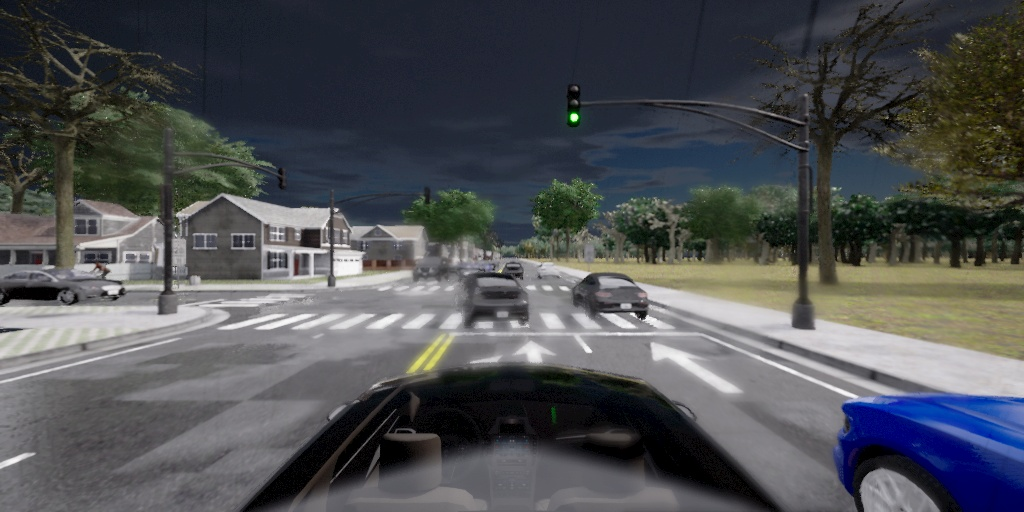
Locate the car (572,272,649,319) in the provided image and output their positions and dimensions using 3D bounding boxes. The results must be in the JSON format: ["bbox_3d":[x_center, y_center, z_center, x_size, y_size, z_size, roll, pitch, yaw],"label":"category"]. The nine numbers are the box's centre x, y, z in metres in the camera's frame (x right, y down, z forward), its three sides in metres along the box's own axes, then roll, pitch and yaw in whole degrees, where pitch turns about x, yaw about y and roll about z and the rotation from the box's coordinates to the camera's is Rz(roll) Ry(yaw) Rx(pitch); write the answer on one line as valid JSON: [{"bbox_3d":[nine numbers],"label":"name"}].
[{"bbox_3d":[3.351,1.308,12.820,1.812,1.442,4.674,0,0,0],"label":"car"}]

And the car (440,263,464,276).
[{"bbox_3d":[-6.591,1.448,39.765,1.895,1.301,4.718,0,0,0],"label":"car"}]

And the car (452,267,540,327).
[{"bbox_3d":[-0.786,1.285,11.757,1.837,1.490,4.892,1,0,-13],"label":"car"}]

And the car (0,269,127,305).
[{"bbox_3d":[-19.744,1.313,15.573,4.902,1.511,2.128,0,0,0],"label":"car"}]

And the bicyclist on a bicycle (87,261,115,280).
[{"bbox_3d":[-24.638,1.147,21.448,0.582,1.620,1.656,0,0,0],"label":"bicyclist on a bicycle"}]

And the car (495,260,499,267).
[{"bbox_3d":[-3.305,1.432,49.358,1.994,1.385,4.181,0,0,1],"label":"car"}]

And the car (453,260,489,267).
[{"bbox_3d":[-3.358,1.318,30.253,2.128,1.511,4.902,0,0,-1],"label":"car"}]

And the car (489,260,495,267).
[{"bbox_3d":[-3.340,1.198,39.395,2.097,1.767,4.553,0,0,0],"label":"car"}]

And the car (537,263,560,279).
[{"bbox_3d":[3.353,1.360,33.670,1.812,1.442,4.674,0,0,0],"label":"car"}]

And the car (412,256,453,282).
[{"bbox_3d":[-6.600,1.048,29.920,2.150,2.045,5.566,0,0,0],"label":"car"}]

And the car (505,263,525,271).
[{"bbox_3d":[0.102,1.336,32.235,1.837,1.490,4.892,0,0,0],"label":"car"}]

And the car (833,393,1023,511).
[{"bbox_3d":[3.351,1.225,0.613,1.882,1.535,5.008,0,0,0],"label":"car"}]
